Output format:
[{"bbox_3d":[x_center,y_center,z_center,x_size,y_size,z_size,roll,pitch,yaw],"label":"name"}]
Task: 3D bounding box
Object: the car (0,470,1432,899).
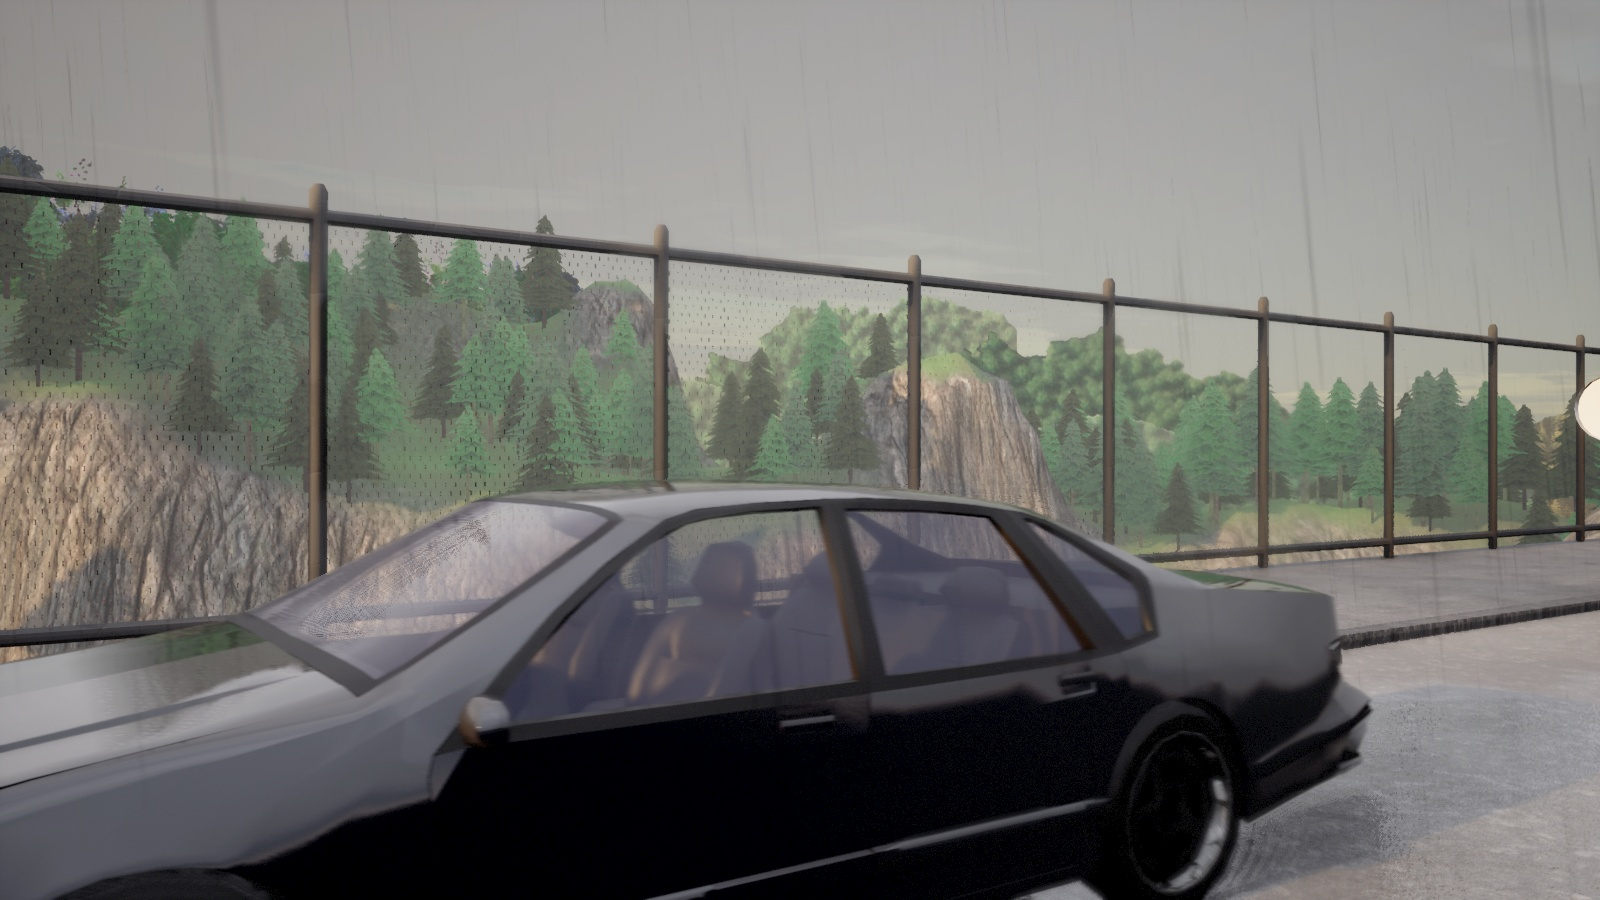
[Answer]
[{"bbox_3d":[-0.435,0.803,3.965,5.357,1.411,2.033,0,0,-35],"label":"car"}]
